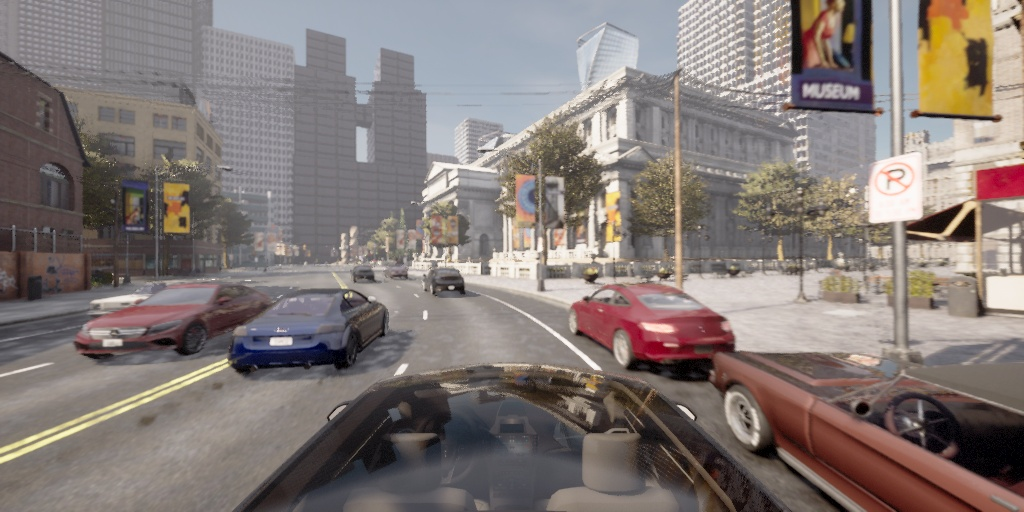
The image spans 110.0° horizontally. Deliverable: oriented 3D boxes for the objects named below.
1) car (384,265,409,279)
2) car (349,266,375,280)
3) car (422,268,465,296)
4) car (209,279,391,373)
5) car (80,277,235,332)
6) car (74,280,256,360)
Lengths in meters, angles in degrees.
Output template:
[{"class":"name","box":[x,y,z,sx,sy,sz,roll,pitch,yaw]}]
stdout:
[{"class":"car","box":[-12.296,1.709,37.931,2.033,1.411,5.357,0,-1,-28]},{"class":"car","box":[-14.000,1.644,33.591,1.837,1.490,4.892,0,-1,-27]},{"class":"car","box":[-4.106,1.455,21.236,1.837,1.490,4.892,0,-1,-22]},{"class":"car","box":[-4.086,1.402,7.928,1.994,1.385,4.181,0,0,-8]},{"class":"car","box":[-12.166,1.550,12.859,1.895,1.301,4.718,0,-1,-16]},{"class":"car","box":[-7.884,1.405,9.032,1.812,1.442,4.674,0,-1,-10]}]
